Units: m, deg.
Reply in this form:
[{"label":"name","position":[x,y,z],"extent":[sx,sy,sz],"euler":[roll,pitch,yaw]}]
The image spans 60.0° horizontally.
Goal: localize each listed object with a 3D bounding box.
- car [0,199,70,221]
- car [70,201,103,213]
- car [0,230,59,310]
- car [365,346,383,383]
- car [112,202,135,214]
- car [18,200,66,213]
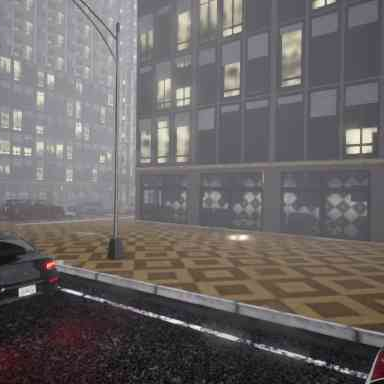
[{"label":"car","position":[-13.796,1.520,29.249],"extent":[2.192,1.841,5.009],"euler":[1,0,36]},{"label":"car","position":[-12.857,1.759,40.274],"extent":[1.994,1.385,4.181],"euler":[1,0,36]},{"label":"car","position":[-4.696,1.522,7.020],"extent":[4.674,1.442,1.812],"euler":[0,0,35]},{"label":"car","position":[3.196,1.353,1.409],"extent":[4.553,1.767,2.097],"euler":[0,0,35]},{"label":"car","position":[-7.007,1.830,38.468],"extent":[1.752,1.417,4.829],"euler":[1,0,36]},{"label":"car","position":[-17.302,1.643,38.621],"extent":[1.752,1.417,4.829],"euler":[1,0,36]}]
